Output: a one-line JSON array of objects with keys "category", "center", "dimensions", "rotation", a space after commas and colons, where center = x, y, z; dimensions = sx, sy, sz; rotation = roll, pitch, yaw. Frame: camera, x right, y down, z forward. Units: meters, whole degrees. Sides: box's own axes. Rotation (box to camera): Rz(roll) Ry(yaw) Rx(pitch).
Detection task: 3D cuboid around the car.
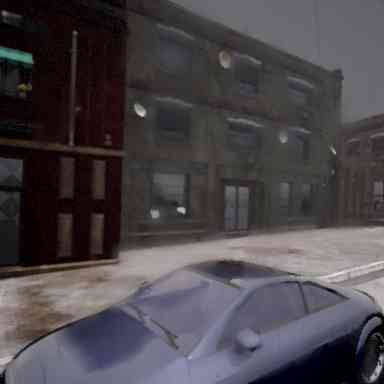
[{"category": "car", "center": [0.278, 1.523, 3.547], "dimensions": [4.181, 1.385, 1.994], "rotation": [-2, 2, -35]}]
